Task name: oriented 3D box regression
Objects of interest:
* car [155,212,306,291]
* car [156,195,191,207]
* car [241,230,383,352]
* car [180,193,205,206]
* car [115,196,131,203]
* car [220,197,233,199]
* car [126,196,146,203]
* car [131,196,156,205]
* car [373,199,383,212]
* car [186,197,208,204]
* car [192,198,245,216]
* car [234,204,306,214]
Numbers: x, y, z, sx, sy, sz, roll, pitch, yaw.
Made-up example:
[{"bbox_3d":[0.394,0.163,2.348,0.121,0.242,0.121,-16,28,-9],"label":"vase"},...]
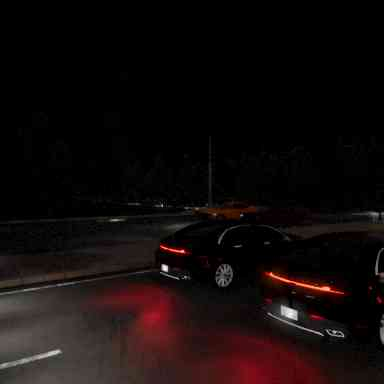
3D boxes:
[{"bbox_3d":[1.358,1.505,9.066,4.892,1.490,1.837,0,0,-35],"label":"car"},{"bbox_3d":[-2.854,1.547,50.121,2.033,1.411,5.357,0,0,-35],"label":"car"},{"bbox_3d":[3.390,1.505,6.217,4.892,1.490,1.837,0,0,-35],"label":"car"},{"bbox_3d":[-0.090,1.221,52.259,2.150,2.045,5.566,0,0,-36],"label":"car"},{"bbox_3d":[-14.119,1.491,66.326,2.128,1.511,4.902,0,0,-35],"label":"car"},{"bbox_3d":[6.138,1.526,55.621,1.812,1.442,4.674,0,0,-35],"label":"car"},{"bbox_3d":[-11.752,1.540,69.077,2.033,1.411,5.357,0,0,-35],"label":"car"},{"bbox_3d":[-8.346,1.601,57.983,1.895,1.301,4.718,0,0,-35],"label":"car"},{"bbox_3d":[22.636,1.493,38.145,4.902,1.511,2.128,0,0,-35],"label":"car"},{"bbox_3d":[0.923,1.601,63.083,1.895,1.301,4.718,0,0,-35],"label":"car"},{"bbox_3d":[2.766,1.477,24.356,5.008,1.535,1.882,0,0,-35],"label":"car"},{"bbox_3d":[5.335,1.601,21.891,4.718,1.301,1.895,0,0,-35],"label":"car"}]
